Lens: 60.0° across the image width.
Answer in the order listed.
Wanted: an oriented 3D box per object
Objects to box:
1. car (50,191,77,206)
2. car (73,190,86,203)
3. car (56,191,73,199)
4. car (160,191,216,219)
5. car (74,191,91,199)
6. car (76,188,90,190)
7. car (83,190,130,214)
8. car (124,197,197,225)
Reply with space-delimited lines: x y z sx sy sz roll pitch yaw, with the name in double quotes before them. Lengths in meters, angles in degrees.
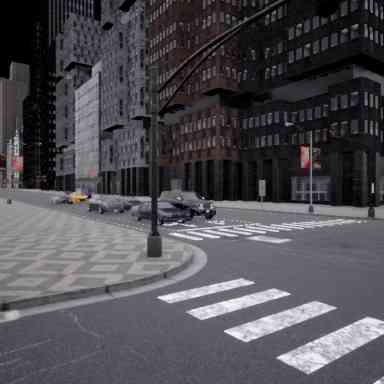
"car" -16.425 0.971 41.790 1.994 1.385 4.181 0 1 -36
"car" -16.090 0.821 46.907 1.882 1.535 5.008 0 1 -35
"car" -24.997 0.532 65.071 1.837 1.490 4.892 0 1 -36
"car" -0.525 0.950 25.289 2.150 2.045 5.566 0 1 -36
"car" -21.928 0.564 66.374 1.812 1.442 4.674 0 1 -36
"car" -18.784 0.418 56.475 2.150 2.045 5.566 0 1 -36
"car" -7.722 0.976 29.718 2.097 1.767 4.553 0 1 -36
"car" -2.256 1.302 22.150 2.033 1.411 5.357 0 1 -36
